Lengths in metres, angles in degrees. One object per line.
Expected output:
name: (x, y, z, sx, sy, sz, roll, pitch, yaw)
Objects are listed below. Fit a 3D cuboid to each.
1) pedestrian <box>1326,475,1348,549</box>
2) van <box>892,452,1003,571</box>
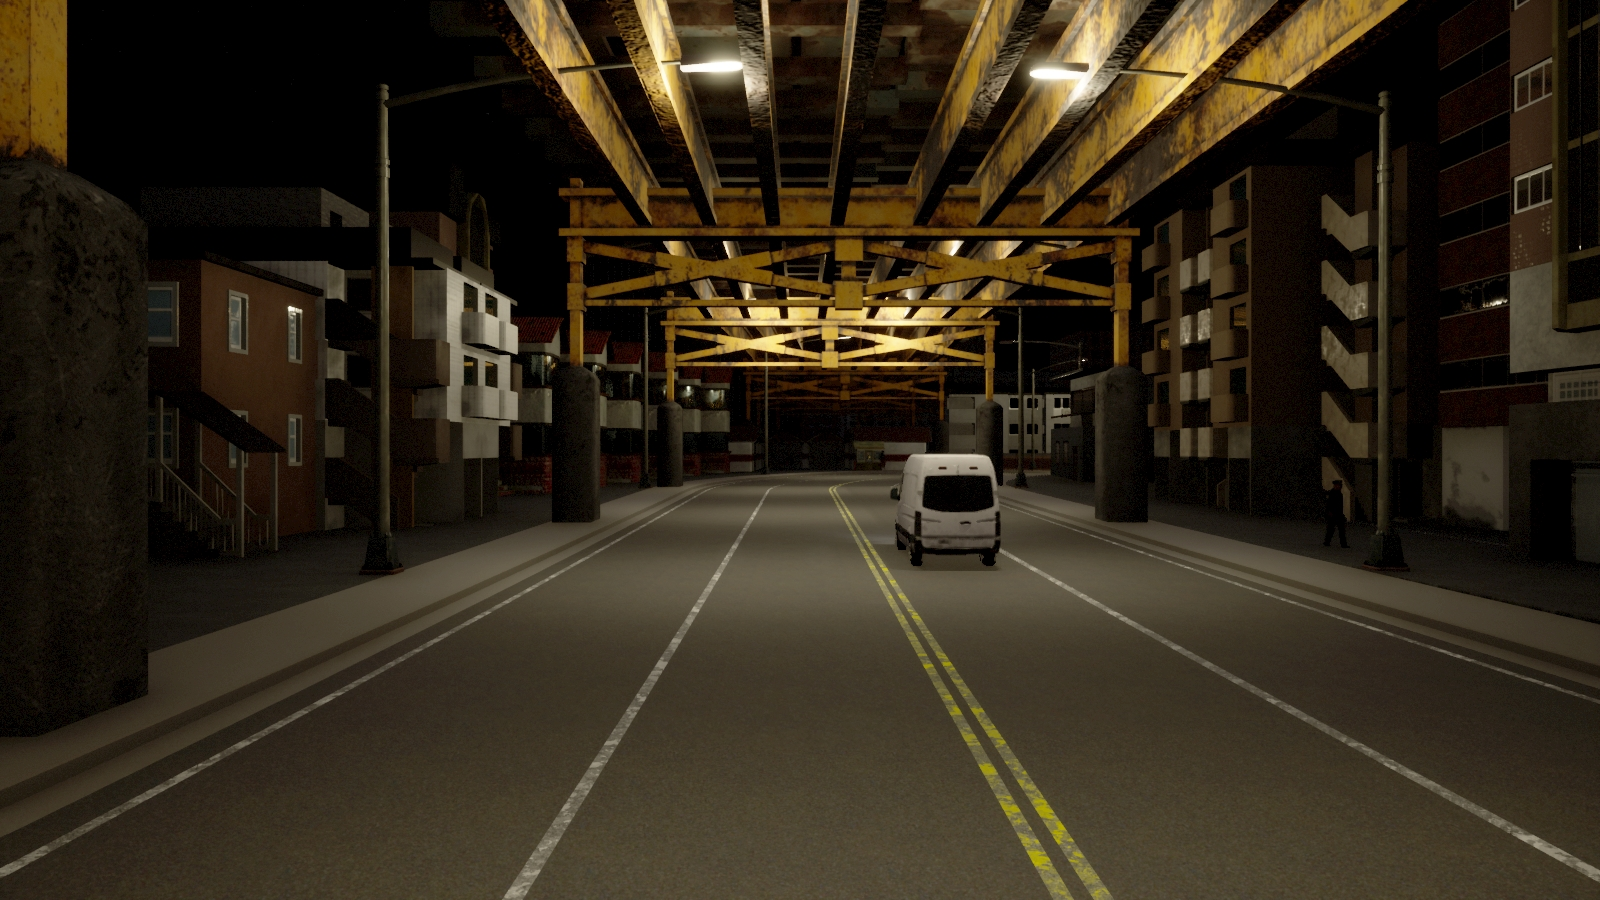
pedestrian: (13.777, 1.588, 29.326, 0.375, 1.860, 0.375, 0, 0, -10)
van: (3.510, 1.377, 28.306, 1.988, 2.561, 5.915, 0, 1, 0)
